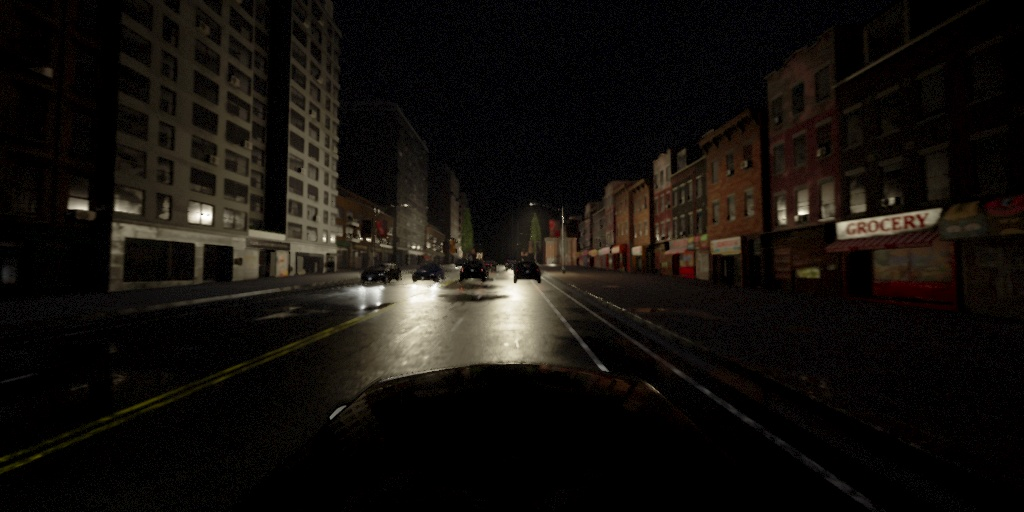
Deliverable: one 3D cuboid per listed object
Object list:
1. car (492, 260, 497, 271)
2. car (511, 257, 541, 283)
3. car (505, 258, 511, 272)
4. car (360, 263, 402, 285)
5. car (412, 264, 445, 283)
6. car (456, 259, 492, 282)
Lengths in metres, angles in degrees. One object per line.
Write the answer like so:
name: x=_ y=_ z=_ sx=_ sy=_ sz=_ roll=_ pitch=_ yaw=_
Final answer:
car: x=-3.133 y=1.339 z=50.935 sx=2.128 sy=1.511 sz=4.902 roll=0 pitch=0 yaw=0
car: x=1.147 y=1.169 z=28.521 sx=2.097 sy=1.767 sz=4.553 roll=0 pitch=0 yaw=0
car: x=0.034 y=1.339 z=49.282 sx=2.128 sy=1.511 sz=4.902 roll=0 pitch=0 yaw=0
car: x=-9.838 y=1.307 z=27.311 sx=2.128 sy=1.511 sz=4.902 roll=0 pitch=0 yaw=0
car: x=-6.586 y=1.344 z=28.755 sx=1.812 sy=1.442 sz=4.674 roll=0 pitch=0 yaw=0
car: x=-3.139 y=1.174 z=30.481 sx=2.097 sy=1.767 sz=4.553 roll=0 pitch=0 yaw=0
